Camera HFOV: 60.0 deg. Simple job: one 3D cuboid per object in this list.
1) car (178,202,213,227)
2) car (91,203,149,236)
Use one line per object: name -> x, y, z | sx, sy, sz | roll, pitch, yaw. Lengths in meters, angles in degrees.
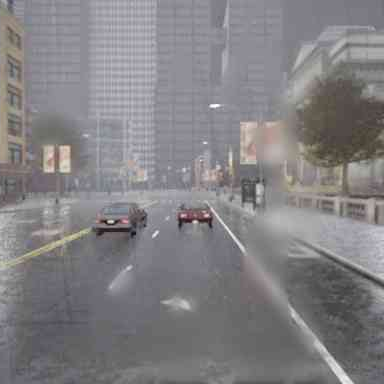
car -> 0.181, 1.216, 19.511 | 1.895, 1.301, 4.718 | 0, 1, 0
car -> -3.332, 1.228, 16.207 | 2.033, 1.411, 5.357 | 0, 1, 0
